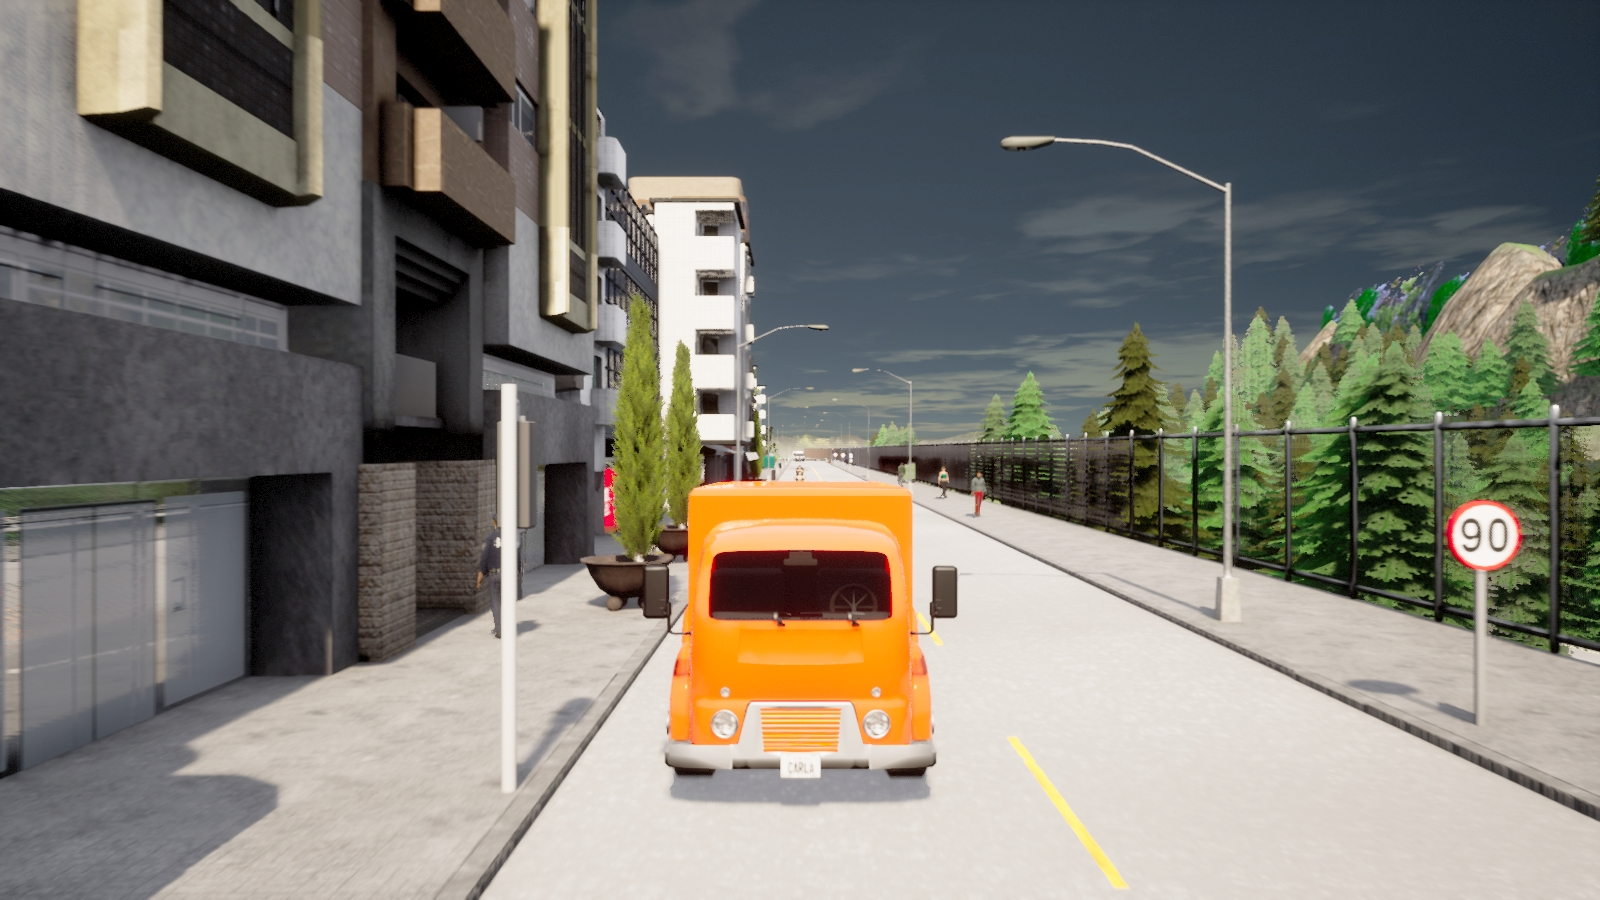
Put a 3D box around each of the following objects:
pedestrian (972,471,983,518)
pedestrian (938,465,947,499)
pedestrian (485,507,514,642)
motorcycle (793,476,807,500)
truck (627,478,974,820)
[{"bbox_3d":[7.065,1.749,45.400,0.375,1.860,0.375,0,0,-2],"label":"pedestrian"},{"bbox_3d":[7.779,1.750,62.255,0.375,1.860,0.375,0,0,-12],"label":"pedestrian"},{"bbox_3d":[-4.259,1.748,16.178,0.375,1.860,0.375,0,0,-19],"label":"pedestrian"},{"bbox_3d":[-0.007,2.160,65.365,0.764,1.307,2.356,0,0,0],"label":"motorcycle"},{"bbox_3d":[-0.001,1.570,11.253,2.627,2.467,5.204,0,0,0],"label":"truck"}]
